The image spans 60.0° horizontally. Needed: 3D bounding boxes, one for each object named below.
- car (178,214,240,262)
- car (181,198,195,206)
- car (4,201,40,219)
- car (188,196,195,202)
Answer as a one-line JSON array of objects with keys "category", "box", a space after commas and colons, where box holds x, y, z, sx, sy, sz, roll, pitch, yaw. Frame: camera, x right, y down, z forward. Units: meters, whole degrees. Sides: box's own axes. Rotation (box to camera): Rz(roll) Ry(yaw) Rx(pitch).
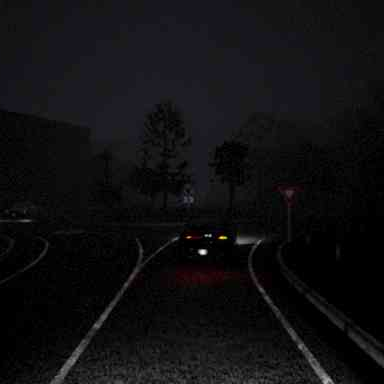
[{"category": "car", "box": [0.720, 1.594, 12.531, 1.837, 1.490, 4.892, 0, 0, 9]}, {"category": "car", "box": [-0.769, 1.601, 55.655, 1.882, 1.535, 5.008, 0, 0, -6]}, {"category": "car", "box": [-15.001, 1.567, 29.637, 1.812, 1.442, 4.674, -1, 1, -9]}, {"category": "car", "box": [-0.128, 1.799, 83.717, 1.837, 1.490, 4.892, 0, 0, 1]}]
